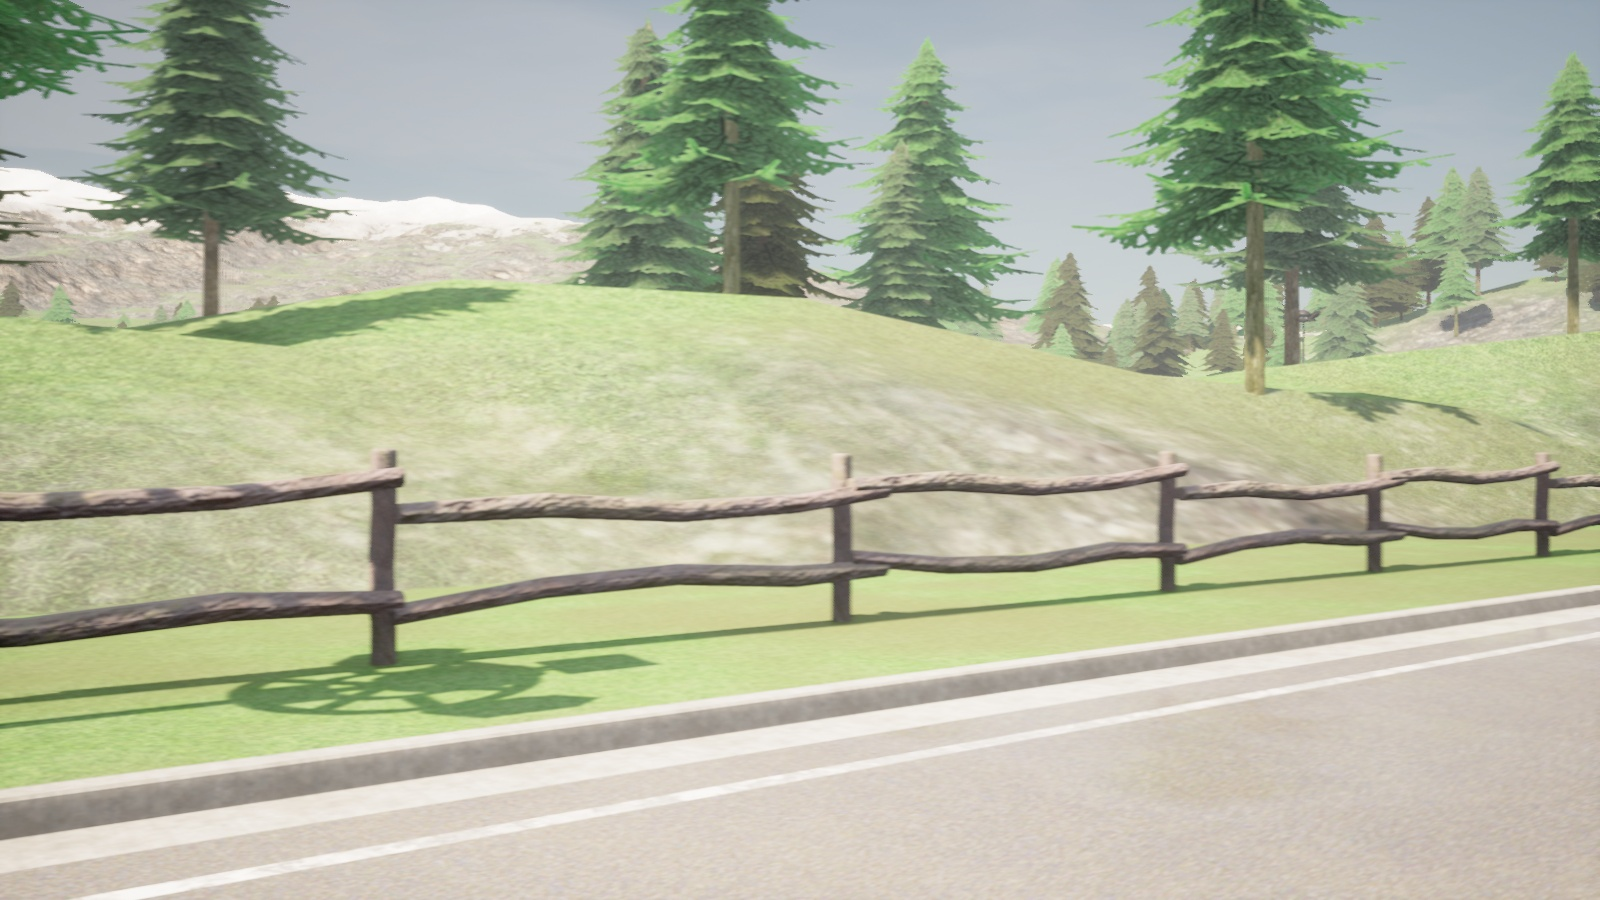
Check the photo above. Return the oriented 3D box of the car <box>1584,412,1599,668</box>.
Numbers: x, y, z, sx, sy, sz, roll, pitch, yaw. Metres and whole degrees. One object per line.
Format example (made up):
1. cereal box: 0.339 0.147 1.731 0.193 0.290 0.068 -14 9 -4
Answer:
1. car: 7.929 0.608 9.179 4.553 1.767 2.097 0 0 -35
